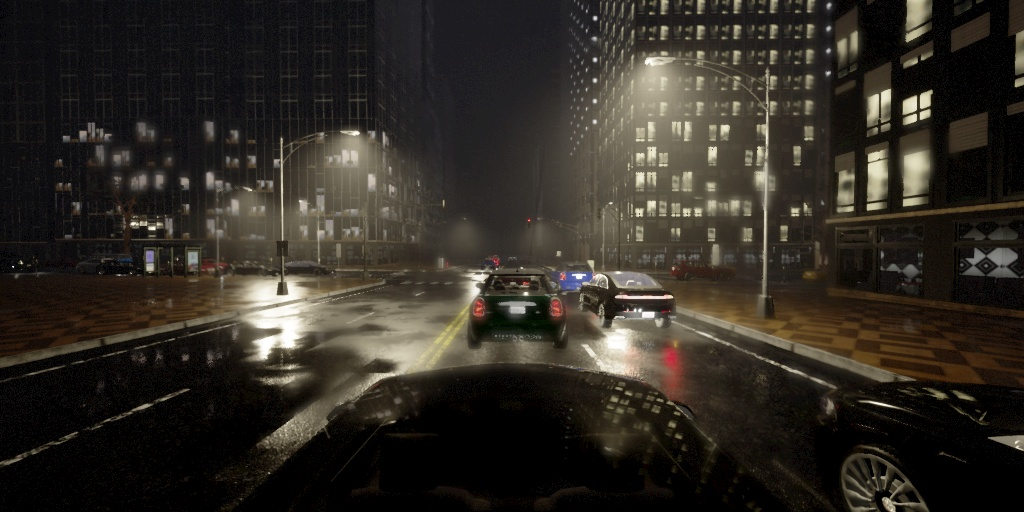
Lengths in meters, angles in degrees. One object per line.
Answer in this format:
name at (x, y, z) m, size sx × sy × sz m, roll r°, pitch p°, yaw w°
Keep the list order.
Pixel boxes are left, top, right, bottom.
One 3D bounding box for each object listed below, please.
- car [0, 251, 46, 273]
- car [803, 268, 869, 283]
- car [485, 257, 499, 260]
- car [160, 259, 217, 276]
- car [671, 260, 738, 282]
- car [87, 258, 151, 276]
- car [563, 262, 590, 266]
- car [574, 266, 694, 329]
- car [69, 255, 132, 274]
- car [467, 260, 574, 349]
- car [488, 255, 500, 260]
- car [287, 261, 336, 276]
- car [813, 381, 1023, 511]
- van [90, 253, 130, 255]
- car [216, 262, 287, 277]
car at (-49.577, 0.538, 34.683) m, size 5.566 × 2.045 × 2.150 m, roll 1°, pitch 1°, yaw -1°
car at (27.682, 1.579, 30.550) m, size 4.829 × 1.417 × 1.751 m, roll 0°, pitch 0°, yaw 1°
car at (-3.277, 1.241, 50.801) m, size 1.812 × 1.442 × 4.674 m, roll 0°, pitch 0°, yaw 0°
car at (-28.374, 1.138, 31.486) m, size 4.207 × 1.307 × 1.802 m, roll 0°, pitch 0°, yaw 1°
car at (16.234, 1.269, 30.763) m, size 5.009 × 1.841 × 2.192 m, roll 0°, pitch 0°, yaw 1°
car at (-34.054, 1.069, 31.668) m, size 4.313 × 1.339 × 1.948 m, roll 0°, pitch 0°, yaw 1°
car at (3.376, 1.092, 20.115) m, size 2.097 × 1.767 × 4.553 m, roll 0°, pitch 0°, yaw 0°
car at (3.364, 1.237, 11.273) m, size 2.128 × 1.511 × 4.902 m, roll 0°, pitch 0°, yaw 0°
car at (-38.922, 0.942, 34.410) m, size 4.674 × 1.442 × 1.812 m, roll 1°, pitch 1°, yaw 2°
car at (0.111, 1.099, 9.300) m, size 2.097 × 1.767 × 4.553 m, roll 0°, pitch 0°, yaw 0°
car at (-3.246, 0.925, 61.025) m, size 2.150 × 2.045 × 5.566 m, roll 0°, pitch 0°, yaw 0°
car at (-19.662, 1.139, 33.972) m, size 5.357 × 1.411 × 2.033 m, roll 0°, pitch 1°, yaw 0°
car at (3.344, 1.242, 0.881) m, size 2.128 × 1.511 × 4.902 m, roll 0°, pitch 0°, yaw 0°
van at (-45.233, 0.604, 40.344) m, size 3.998 × 1.789 × 1.690 m, roll 0°, pitch 0°, yaw 1°
car at (-22.690, 1.173, 31.345) m, size 4.313 × 1.339 × 1.948 m, roll 0°, pitch 0°, yaw 1°
